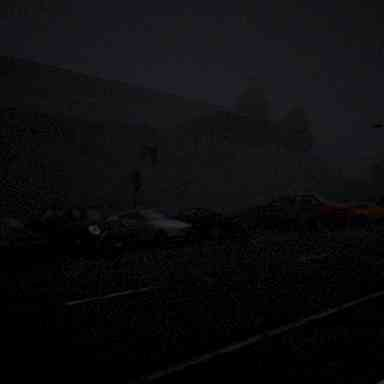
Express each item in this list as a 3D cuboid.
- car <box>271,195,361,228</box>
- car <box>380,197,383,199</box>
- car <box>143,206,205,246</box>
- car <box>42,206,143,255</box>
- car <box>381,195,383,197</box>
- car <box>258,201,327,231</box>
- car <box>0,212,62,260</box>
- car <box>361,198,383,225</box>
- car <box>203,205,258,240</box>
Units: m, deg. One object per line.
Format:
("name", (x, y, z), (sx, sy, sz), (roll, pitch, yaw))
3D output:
("car", (7.772, 1.180, 22.055), (5.566, 2.045, 2.435), (-1, -1, 35))
("car", (12.481, 1.415, 25.646), (5.366, 1.575, 1.946), (-1, 0, 35))
("car", (-2.032, 1.518, 15.101), (4.674, 1.452, 2.002), (-1, -1, 35))
("car", (-4.502, 1.360, 13.378), (4.553, 1.767, 2.185), (-1, -1, 35))
("car", (17.494, 1.158, 29.038), (5.566, 2.045, 2.435), (-1, 0, 35))
("car", (5.330, 1.471, 20.308), (4.792, 1.488, 2.163), (-1, -1, 35))
("car", (-6.919, 1.533, 11.620), (4.674, 1.452, 2.002), (-1, -1, 35))
("car", (10.348, 1.416, 23.701), (5.366, 1.575, 1.946), (-1, -1, 35))
("car", (0.418, 1.468, 16.834), (5.008, 1.535, 2.097), (-1, 0, 35))
